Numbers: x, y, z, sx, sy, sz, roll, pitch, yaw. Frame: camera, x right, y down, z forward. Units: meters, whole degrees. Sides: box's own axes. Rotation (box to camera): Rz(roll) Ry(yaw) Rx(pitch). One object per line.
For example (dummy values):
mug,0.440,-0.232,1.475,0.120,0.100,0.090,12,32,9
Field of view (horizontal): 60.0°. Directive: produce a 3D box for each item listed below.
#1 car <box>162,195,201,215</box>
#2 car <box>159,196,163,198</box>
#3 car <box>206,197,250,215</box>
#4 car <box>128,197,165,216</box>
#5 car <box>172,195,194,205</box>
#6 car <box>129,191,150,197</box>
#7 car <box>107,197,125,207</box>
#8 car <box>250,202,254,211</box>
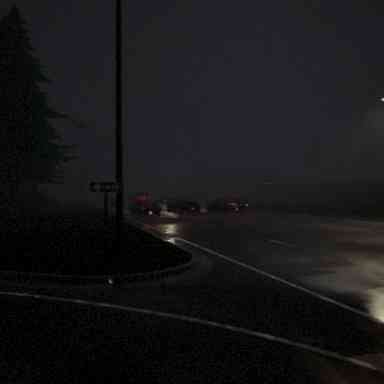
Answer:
car,-0.861,1.235,30.269,1.882,1.535,5.008,0,0,-22
car,-3.912,1.229,47.372,1.895,1.301,4.718,0,0,-22
car,2.887,1.240,30.322,2.128,1.511,4.902,0,0,-22
car,-4.219,1.375,29.243,1.895,1.301,4.718,0,0,-22
car,-1.453,1.160,50.661,1.994,1.385,4.181,0,0,-22
car,-7.424,0.863,46.726,2.150,2.045,5.566,0,0,-22
car,-10.412,1.265,44.779,1.895,1.301,4.718,0,0,-22
car,4.751,1.270,35.099,1.994,1.385,4.181,0,0,-22
